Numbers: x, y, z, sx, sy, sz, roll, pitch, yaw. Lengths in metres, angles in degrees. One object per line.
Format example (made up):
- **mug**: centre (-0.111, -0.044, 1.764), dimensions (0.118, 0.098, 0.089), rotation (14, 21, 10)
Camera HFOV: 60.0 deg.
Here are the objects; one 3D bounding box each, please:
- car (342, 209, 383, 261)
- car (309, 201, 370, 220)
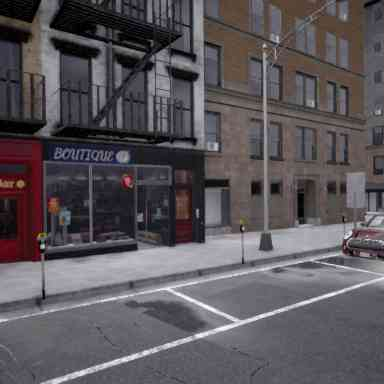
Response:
- **car**: centre (7.023, 1.442, 11.576), dimensions (4.097, 1.590, 1.967), rotation (0, -1, -36)
- **car**: centre (13.905, 1.664, 31.685), dimensions (1.882, 1.535, 5.008), rotation (-1, 0, -37)
